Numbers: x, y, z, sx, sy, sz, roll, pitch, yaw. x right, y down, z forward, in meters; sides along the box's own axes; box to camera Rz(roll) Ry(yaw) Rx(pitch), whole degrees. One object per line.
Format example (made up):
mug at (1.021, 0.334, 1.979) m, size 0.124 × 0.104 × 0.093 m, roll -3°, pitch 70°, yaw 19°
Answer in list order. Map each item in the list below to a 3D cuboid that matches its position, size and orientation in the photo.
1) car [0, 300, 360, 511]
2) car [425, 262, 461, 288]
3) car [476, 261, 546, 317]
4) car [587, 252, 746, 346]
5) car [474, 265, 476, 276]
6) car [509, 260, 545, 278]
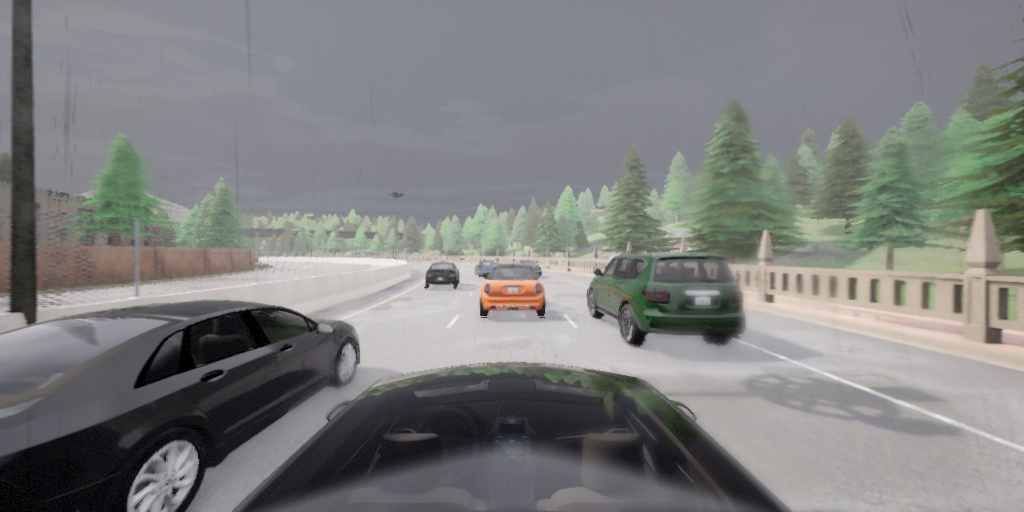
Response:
car at (-3.402, 1.242, 3.981) m, size 1.837 × 1.490 × 4.892 m, roll 0°, pitch 0°, yaw 0°
car at (-4.280, 1.115, 22.564) m, size 1.882 × 1.535 × 5.008 m, roll 0°, pitch 0°, yaw -6°
car at (-0.029, 1.041, 13.036) m, size 2.097 × 1.767 × 4.553 m, roll 0°, pitch 0°, yaw -2°
car at (3.571, 0.930, 9.457) m, size 2.150 × 2.045 × 5.566 m, roll 0°, pitch 0°, yaw -1°
car at (-2.288, 1.134, 32.145) m, size 2.033 × 1.411 × 5.357 m, roll 0°, pitch 0°, yaw -12°
car at (1.233, 1.133, 32.379) m, size 2.033 × 1.411 × 5.357 m, roll 0°, pitch 0°, yaw -12°
